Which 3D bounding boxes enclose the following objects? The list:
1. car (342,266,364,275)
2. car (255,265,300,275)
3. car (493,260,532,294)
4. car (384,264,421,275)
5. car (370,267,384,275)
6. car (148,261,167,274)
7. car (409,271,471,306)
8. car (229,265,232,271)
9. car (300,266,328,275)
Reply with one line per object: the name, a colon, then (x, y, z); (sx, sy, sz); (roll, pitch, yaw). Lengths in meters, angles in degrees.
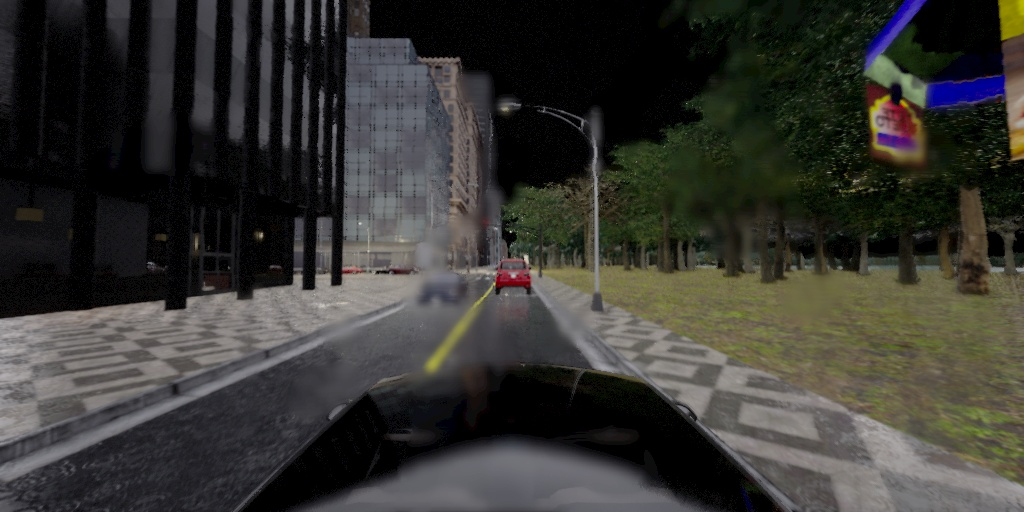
car: (-24.520, 2.215, 53.960); (4.207, 1.307, 1.802); (0, 0, 0)
car: (-29.995, 1.839, 45.431); (4.507, 1.381, 1.888); (0, 0, 0)
car: (0.082, 1.266, 23.105); (2.150, 2.045, 5.566); (0, -1, 0)
car: (-13.564, 1.724, 45.462); (4.097, 1.591, 1.967); (0, 0, -1)
car: (-19.033, 2.195, 53.970); (4.313, 1.339, 1.948); (0, 0, 0)
car: (-46.459, 1.742, 45.399); (4.097, 1.591, 1.967); (0, 0, 0)
car: (-3.107, 1.512, 17.374); (2.033, 1.411, 5.357); (0, -1, 0)
car: (-35.313, 1.822, 45.420); (4.829, 1.417, 1.751); (0, 0, 0)
car: (-30.007, 2.202, 53.949); (4.313, 1.339, 1.948); (0, 0, 0)
